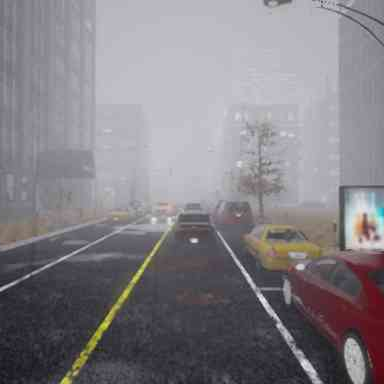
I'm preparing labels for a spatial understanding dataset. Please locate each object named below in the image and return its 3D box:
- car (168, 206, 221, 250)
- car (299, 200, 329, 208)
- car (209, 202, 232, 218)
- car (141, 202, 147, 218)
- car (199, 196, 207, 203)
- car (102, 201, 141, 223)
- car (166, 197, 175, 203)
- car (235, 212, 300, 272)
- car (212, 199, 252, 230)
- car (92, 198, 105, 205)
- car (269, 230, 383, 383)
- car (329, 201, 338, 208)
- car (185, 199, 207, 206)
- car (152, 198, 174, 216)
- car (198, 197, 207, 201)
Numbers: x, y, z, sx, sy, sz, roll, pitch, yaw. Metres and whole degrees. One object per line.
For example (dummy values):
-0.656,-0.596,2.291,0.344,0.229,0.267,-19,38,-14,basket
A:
0.094,1.596,14.852,1.837,1.490,4.892,0,-1,0,car
20.886,2.109,57.613,4.097,1.590,1.967,1,-2,0,car
2.720,1.749,32.901,1.887,1.381,4.507,1,0,0,car
-5.659,1.644,32.909,1.967,1.590,4.097,1,0,0,car
2.759,1.988,87.461,1.967,1.590,4.097,1,0,0,car
-5.664,1.694,27.179,1.752,1.417,4.829,1,0,0,car
-5.623,2.093,87.480,1.887,1.381,4.507,1,0,0,car
2.706,1.593,10.834,1.752,1.417,4.829,1,0,0,car
2.715,1.451,21.783,2.192,1.841,5.009,1,0,0,car
-17.213,1.615,57.319,4.507,1.381,1.887,1,-2,0,car
2.701,1.577,5.105,1.887,1.381,4.507,1,0,0,car
26.302,2.411,65.960,4.829,1.417,1.752,1,-2,0,car
0.106,1.693,30.334,1.837,1.490,4.892,0,0,0,car
-3.066,1.698,35.470,1.882,1.535,5.008,0,0,0,car
2.754,2.058,81.937,1.887,1.381,4.507,1,0,0,car
